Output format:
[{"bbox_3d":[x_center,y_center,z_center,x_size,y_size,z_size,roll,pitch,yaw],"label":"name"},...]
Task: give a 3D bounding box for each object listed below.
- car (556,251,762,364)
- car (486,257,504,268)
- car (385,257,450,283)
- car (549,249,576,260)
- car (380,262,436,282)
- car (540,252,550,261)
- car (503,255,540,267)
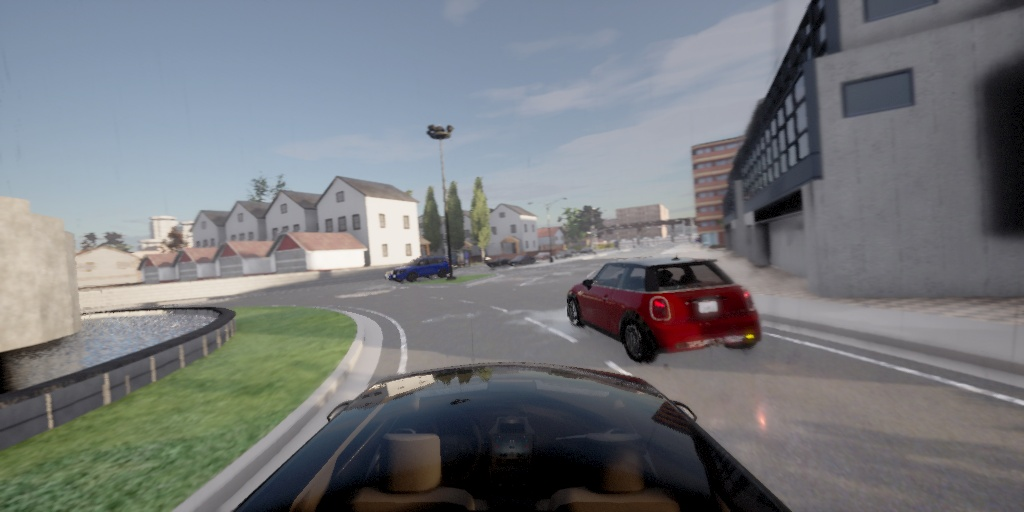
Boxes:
[{"bbox_3d":[2.719,0.812,7.675,2.097,1.767,4.553,-5,1,-9],"label":"car"},{"bbox_3d":[-1.658,0.850,49.564,1.895,1.301,4.718,-4,1,28],"label":"car"},{"bbox_3d":[-8.205,1.196,32.473,2.150,2.045,5.566,-4,1,40],"label":"car"},{"bbox_3d":[8.886,-0.237,62.354,2.128,1.511,4.902,-4,1,28],"label":"car"},{"bbox_3d":[-10.210,1.582,35.597,2.128,1.511,4.902,-4,1,39],"label":"car"},{"bbox_3d":[5.493,0.043,63.393,1.812,1.442,4.674,-4,1,28],"label":"car"},{"bbox_3d":[1.388,0.584,47.848,2.033,1.411,5.357,-4,1,28],"label":"car"}]
